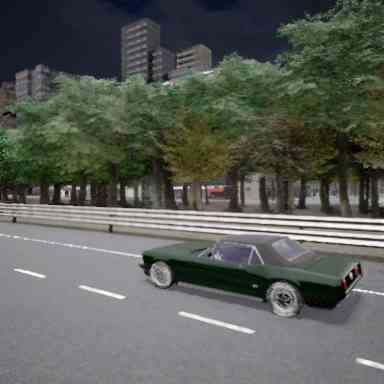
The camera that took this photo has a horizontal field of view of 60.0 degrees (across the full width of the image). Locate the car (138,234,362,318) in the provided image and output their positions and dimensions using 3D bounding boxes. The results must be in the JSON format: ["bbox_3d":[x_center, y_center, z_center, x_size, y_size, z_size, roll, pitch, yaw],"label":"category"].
[{"bbox_3d":[1.043,1.602,7.424,4.718,1.301,1.895,0,0,36],"label":"car"}]
